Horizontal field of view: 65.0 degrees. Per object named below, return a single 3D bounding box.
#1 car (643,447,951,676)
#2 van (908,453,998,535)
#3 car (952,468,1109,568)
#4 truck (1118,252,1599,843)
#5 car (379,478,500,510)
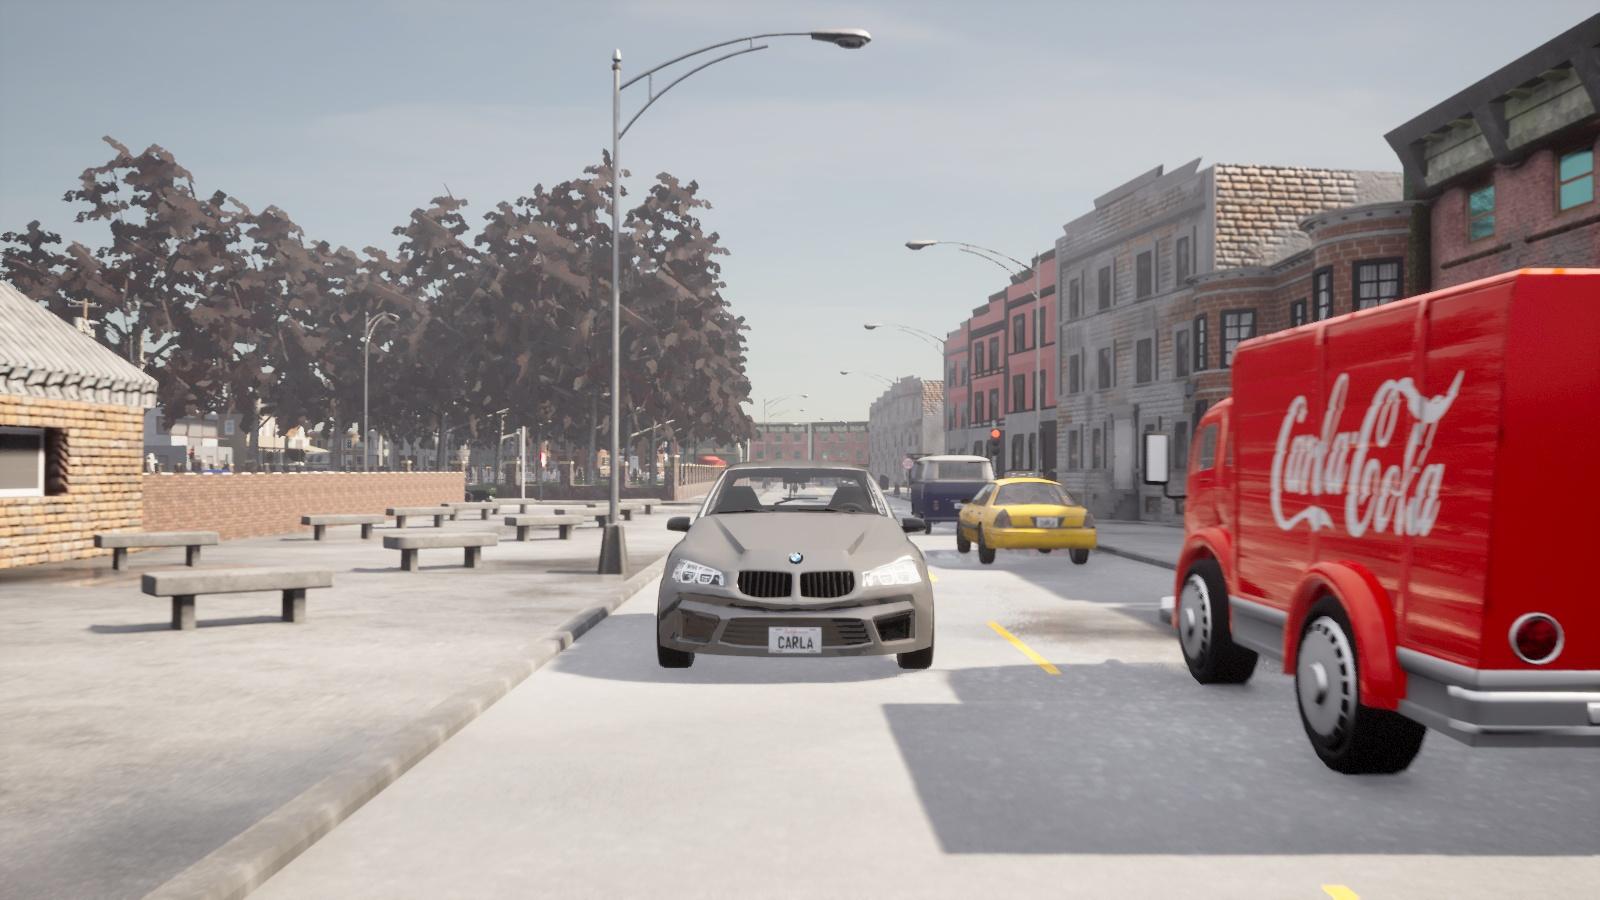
[{"bbox_3d":[-0.029,0.851,11.488,2.242,1.667,4.611,0,-1,0],"label":"car"},{"bbox_3d":[3.901,1.099,32.669,1.775,1.987,4.442,0,-1,0],"label":"van"},{"bbox_3d":[3.944,1.113,22.410,1.801,1.575,5.366,0,-1,0],"label":"car"},{"bbox_3d":[3.979,0.444,7.857,2.627,2.467,5.204,0,-1,0],"label":"truck"},{"bbox_3d":[-15.571,1.887,54.347,4.718,1.301,1.895,0,-1,-2],"label":"car"}]
